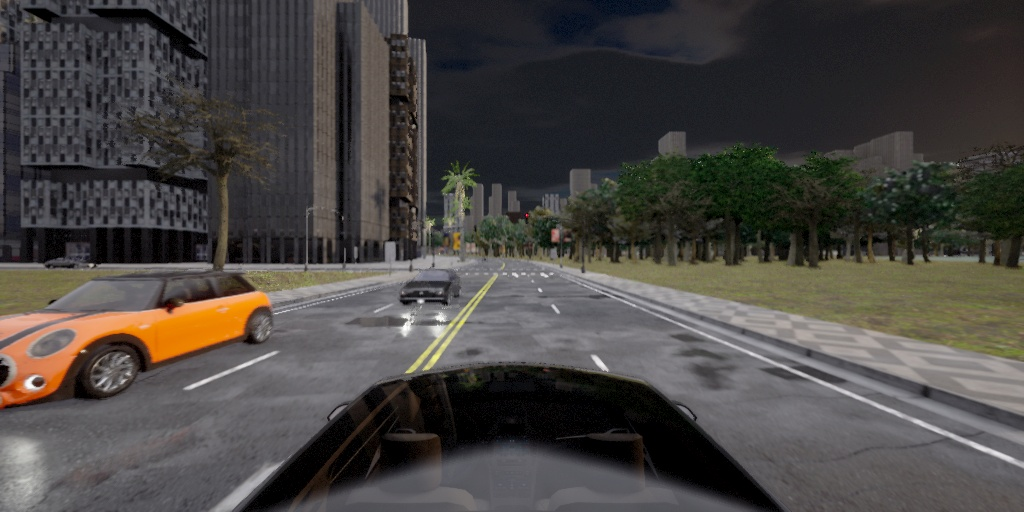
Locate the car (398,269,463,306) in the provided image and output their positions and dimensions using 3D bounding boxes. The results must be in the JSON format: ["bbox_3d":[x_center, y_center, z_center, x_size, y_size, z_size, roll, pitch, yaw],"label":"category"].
[{"bbox_3d":[-3.347,1.280,15.818,2.033,1.411,5.357,0,0,0],"label":"car"}]

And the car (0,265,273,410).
[{"bbox_3d":[-6.600,1.096,6.412,2.097,1.767,4.553,0,0,0],"label":"car"}]
